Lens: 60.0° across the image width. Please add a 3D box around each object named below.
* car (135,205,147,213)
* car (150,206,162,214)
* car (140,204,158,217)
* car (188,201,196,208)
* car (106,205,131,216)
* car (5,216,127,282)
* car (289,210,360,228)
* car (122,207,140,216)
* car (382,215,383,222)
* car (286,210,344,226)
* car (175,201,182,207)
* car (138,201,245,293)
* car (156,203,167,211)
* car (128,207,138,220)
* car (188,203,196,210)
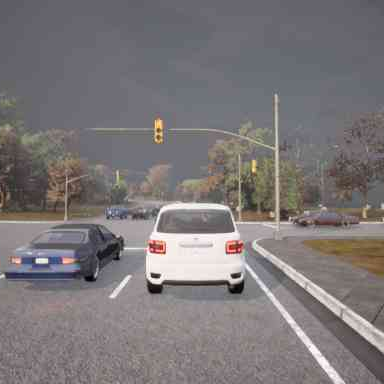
[{"bbox_3d":[-10.475,3.477,68.657,1.895,1.301,4.718,0,0,0],"label":"car"},{"bbox_3d":[-7.016,3.487,65.271,1.895,1.301,4.718,0,0,1],"label":"car"},{"bbox_3d":[-7.069,3.012,55.350,2.150,2.045,5.566,0,-1,0],"label":"car"},{"bbox_3d":[-0.085,3.295,87.819,1.837,1.490,4.892,0,0,-3],"label":"car"},{"bbox_3d":[-10.590,2.813,47.183,2.150,2.045,5.566,0,-2,-2],"label":"car"},{"bbox_3d":[-3.414,1.665,10.057,2.033,1.411,5.357,0,-1,0],"label":"car"},{"bbox_3d":[11.727,2.390,29.154,5.357,1.411,2.033,0,-3,-1],"label":"car"},{"bbox_3d":[-10.556,3.376,57.618,2.033,1.411,5.357,0,-1,1],"label":"car"},{"bbox_3d":[21.430,2.508,33.029,4.902,1.511,2.128,0,-3,-3],"label":"car"},{"bbox_3d":[12.008,2.491,32.669,4.902,1.511,2.128,0,-3,-1],"label":"car"},{"bbox_3d":[-3.561,3.101,87.467,1.882,1.535,5.008,0,0,-3],"label":"car"},{"bbox_3d":[0.086,1.321,9.202,2.150,2.045,5.566,0,-1,0],"label":"car"},{"bbox_3d":[-6.972,3.388,75.969,2.033,1.411,5.357,0,0,0],"label":"car"},{"bbox_3d":[-7.070,3.148,45.822,1.895,1.301,4.718,0,-2,-1],"label":"car"},{"bbox_3d":[0.029,3.339,77.667,1.837,1.490,4.892,0,0,0],"label":"car"}]
